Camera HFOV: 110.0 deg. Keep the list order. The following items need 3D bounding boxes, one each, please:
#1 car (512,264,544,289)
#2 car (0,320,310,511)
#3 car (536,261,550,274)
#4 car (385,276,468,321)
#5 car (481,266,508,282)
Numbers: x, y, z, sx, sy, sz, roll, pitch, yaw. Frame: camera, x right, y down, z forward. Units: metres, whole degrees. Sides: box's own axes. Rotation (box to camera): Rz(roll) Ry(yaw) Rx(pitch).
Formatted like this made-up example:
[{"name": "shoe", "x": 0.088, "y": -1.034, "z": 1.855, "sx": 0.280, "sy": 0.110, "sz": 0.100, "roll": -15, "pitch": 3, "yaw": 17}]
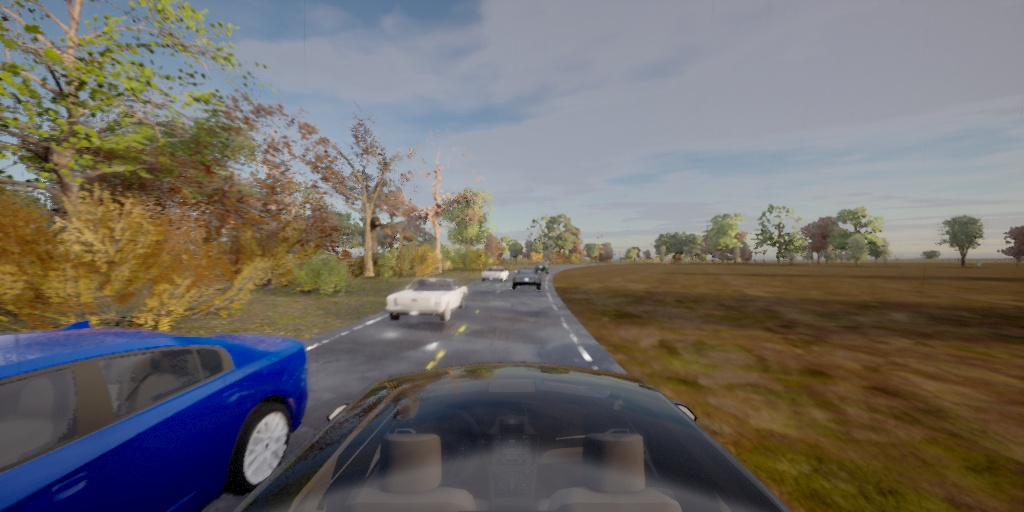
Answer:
[{"name": "car", "x": 1.108, "y": 1.526, "z": 25.599, "sx": 1.994, "sy": 1.385, "sz": 4.181, "roll": 0, "pitch": 0, "yaw": 5}, {"name": "car", "x": -3.045, "y": 1.211, "z": 1.684, "sx": 1.882, "sy": 1.535, "sz": 5.008, "roll": 0, "pitch": -1, "yaw": 0}, {"name": "car", "x": 4.147, "y": 1.535, "z": 49.784, "sx": 2.097, "sy": 1.767, "sz": 4.553, "roll": 0, "pitch": -1, "yaw": 10}, {"name": "car", "x": -2.864, "y": 1.433, "z": 12.982, "sx": 1.895, "sy": 1.301, "sz": 4.718, "roll": 0, "pitch": 0, "yaw": 2}, {"name": "car", "x": -1.503, "y": 1.602, "z": 31.873, "sx": 1.895, "sy": 1.301, "sz": 4.718, "roll": 0, "pitch": -1, "yaw": 6}]
